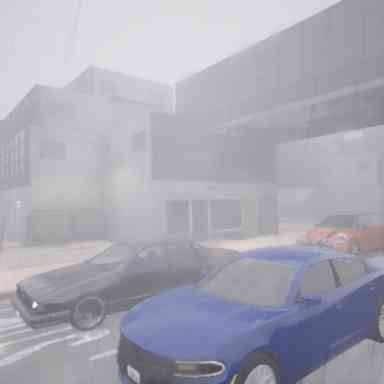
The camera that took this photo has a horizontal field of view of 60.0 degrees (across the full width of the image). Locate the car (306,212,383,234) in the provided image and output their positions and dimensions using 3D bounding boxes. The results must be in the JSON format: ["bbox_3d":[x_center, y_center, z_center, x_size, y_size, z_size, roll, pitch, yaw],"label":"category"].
[{"bbox_3d":[6.202,1.644,13.434,4.553,1.767,2.097,0,-2,-39],"label":"car"}]

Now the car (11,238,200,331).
[{"bbox_3d":[-1.045,1.823,7.664,5.357,1.411,2.033,0,-2,-37],"label":"car"}]

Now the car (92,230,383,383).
[{"bbox_3d":[1.327,1.617,5.027,5.008,1.535,1.882,0,-2,-39],"label":"car"}]
